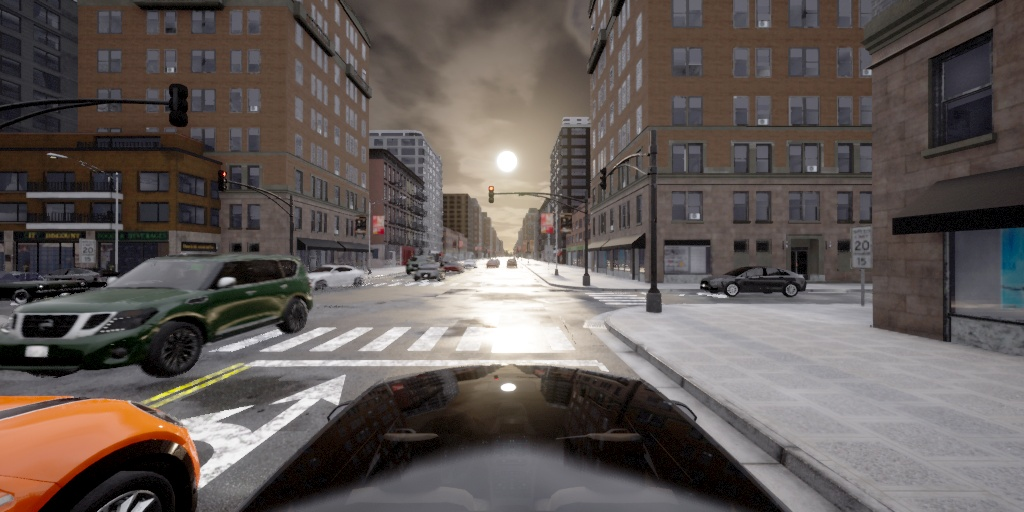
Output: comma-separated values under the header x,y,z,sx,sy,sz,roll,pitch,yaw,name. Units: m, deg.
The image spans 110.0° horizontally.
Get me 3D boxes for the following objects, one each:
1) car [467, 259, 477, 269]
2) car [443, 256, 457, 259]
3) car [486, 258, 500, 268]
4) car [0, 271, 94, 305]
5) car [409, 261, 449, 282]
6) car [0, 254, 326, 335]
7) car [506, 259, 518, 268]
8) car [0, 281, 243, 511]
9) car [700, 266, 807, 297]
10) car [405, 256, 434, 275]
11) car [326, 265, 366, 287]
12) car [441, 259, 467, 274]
x,y,z,sx,sy,sz,roll,pitch,yaw,name
-6.686,1.267,57.032,1.812,1.442,4.674,0,0,0,car
-9.942,0.964,57.061,2.150,2.045,5.566,0,0,0,car
-3.369,1.304,61.948,1.994,1.385,4.181,0,0,0,car
-21.516,1.345,15.462,4.718,1.301,1.895,0,0,0,car
-6.576,1.314,28.895,1.994,1.385,4.181,0,0,-3,car
-6.607,0.970,7.745,2.150,2.045,5.566,0,0,0,car
-0.021,1.245,63.086,1.837,1.490,4.892,0,0,0,car
-3.237,1.102,0.601,2.097,1.767,4.553,0,0,0,car
12.424,1.294,18.639,4.892,1.490,1.837,0,0,1,car
-9.931,0.967,39.266,2.150,2.045,5.566,0,0,-1,car
-11.230,1.289,22.344,1.812,1.442,4.674,1,0,21,car
-6.676,1.347,40.942,1.895,1.301,4.718,0,0,0,car
